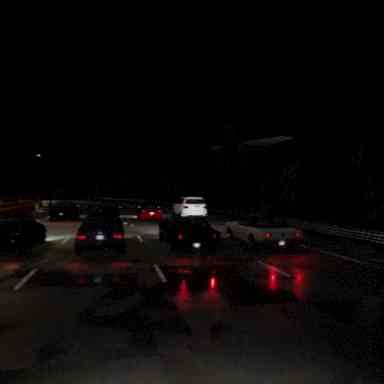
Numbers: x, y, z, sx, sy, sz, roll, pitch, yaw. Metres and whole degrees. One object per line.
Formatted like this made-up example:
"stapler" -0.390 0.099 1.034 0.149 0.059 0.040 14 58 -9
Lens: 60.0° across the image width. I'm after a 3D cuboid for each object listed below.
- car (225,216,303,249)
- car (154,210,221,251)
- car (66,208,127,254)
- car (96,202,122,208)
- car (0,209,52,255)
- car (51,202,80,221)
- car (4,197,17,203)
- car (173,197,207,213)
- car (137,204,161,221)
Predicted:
"car" 3.093 1.758 15.455 1.895 1.301 4.718 1 0 -13
"car" -0.315 1.708 14.658 1.895 1.301 4.718 1 0 -13
"car" -3.696 1.604 13.749 2.033 1.411 5.357 1 0 -13
"car" -7.188 1.631 28.663 1.837 1.490 4.892 1 0 -13
"car" -7.168 1.572 13.238 1.994 1.385 4.181 1 0 -13
"car" -10.633 1.552 28.024 1.882 1.535 5.008 1 0 -13
"car" -32.567 1.554 59.762 1.812 1.442 4.674 1 0 -24
"car" -0.299 1.439 29.965 2.150 2.045 5.566 1 0 -13
"car" -3.778 1.738 29.449 1.994 1.385 4.181 1 0 -13
